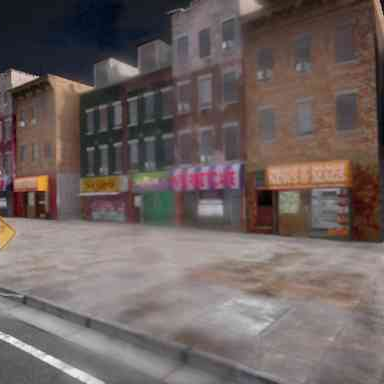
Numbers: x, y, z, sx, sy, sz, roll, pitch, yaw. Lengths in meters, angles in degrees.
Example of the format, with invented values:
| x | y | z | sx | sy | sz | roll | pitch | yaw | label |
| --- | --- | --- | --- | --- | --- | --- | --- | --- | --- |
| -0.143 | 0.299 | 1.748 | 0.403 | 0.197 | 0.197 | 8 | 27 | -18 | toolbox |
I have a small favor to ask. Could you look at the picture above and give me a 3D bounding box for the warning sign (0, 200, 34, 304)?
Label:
| x | y | z | sx | sy | sz | roll | pitch | yaw | label |
| --- | --- | --- | --- | --- | --- | --- | --- | --- | --- |
| -3.952 | 1.119 | 6.322 | 1.060 | 1.860 | 1.300 | -2 | 0 | 35 | warning sign |
